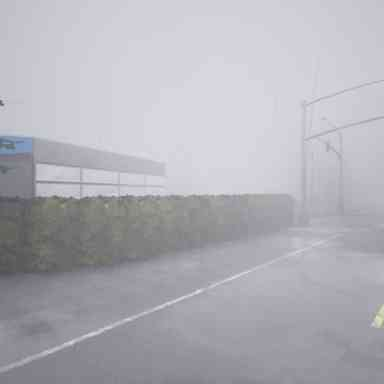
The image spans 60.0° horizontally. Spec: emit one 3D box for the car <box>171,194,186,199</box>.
[{"bbox_3d":[-3.537,1.232,89.811,1.970,1.475,3.806,0,0,38],"label":"car"}]

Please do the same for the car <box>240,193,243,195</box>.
[{"bbox_3d":[11.810,1.077,78.250,1.905,1.878,3.866,0,0,38],"label":"car"}]

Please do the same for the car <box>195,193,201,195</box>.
[{"bbox_3d":[1.722,1.153,86.119,2.152,1.636,5.027,0,0,38],"label":"car"}]

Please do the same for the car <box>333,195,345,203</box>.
[{"bbox_3d":[28.923,1.374,65.249,1.845,1.501,3.633,0,0,38],"label":"car"}]

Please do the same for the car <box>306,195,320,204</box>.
[{"bbox_3d":[22.009,1.384,61.231,1.970,1.475,3.806,0,0,38],"label":"car"}]

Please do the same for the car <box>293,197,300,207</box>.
[{"bbox_3d":[12.918,1.339,44.716,2.007,1.523,4.514,0,0,38],"label":"car"}]

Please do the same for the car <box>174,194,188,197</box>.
[{"bbox_3d":[-2.061,1.298,66.121,2.007,1.523,4.514,0,0,38],"label":"car"}]
